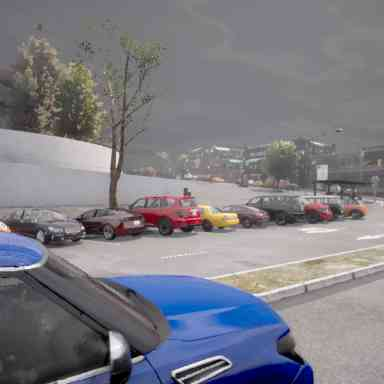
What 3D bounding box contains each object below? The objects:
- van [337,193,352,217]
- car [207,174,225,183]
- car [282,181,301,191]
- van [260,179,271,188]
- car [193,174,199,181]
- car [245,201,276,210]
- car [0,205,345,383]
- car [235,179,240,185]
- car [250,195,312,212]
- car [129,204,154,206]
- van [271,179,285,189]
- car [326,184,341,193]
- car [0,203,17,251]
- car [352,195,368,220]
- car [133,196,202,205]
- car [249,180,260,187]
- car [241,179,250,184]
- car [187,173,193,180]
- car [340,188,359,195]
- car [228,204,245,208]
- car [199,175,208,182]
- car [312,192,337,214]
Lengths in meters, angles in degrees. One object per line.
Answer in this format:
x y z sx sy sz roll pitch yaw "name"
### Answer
10.315 1.298 27.356 4.442 1.987 1.878 -1 -1 35 "van"
6.923 -3.174 87.312 1.946 1.575 5.366 7 3 34 "car"
20.681 -0.991 67.466 2.231 1.521 4.892 7 3 35 "car"
17.188 -1.762 72.296 1.878 1.987 4.442 7 4 35 "van"
3.274 -3.849 92.035 2.185 1.767 4.553 6 3 34 "car"
2.839 1.550 22.218 4.674 1.452 2.002 -1 -1 35 "car"
-1.660 1.220 1.948 5.566 2.045 2.150 0 0 -36 "car"
12.034 -2.315 79.806 2.002 1.452 4.674 7 3 35 "car"
5.265 1.264 23.977 5.566 2.045 2.435 -1 -1 35 "car"
-4.528 1.525 17.012 4.792 1.488 2.163 -1 -1 34 "car"
18.919 -1.489 69.826 1.878 1.987 4.442 7 4 35 "van"
25.897 -0.424 60.084 2.435 2.045 5.566 7 3 35 "car"
-9.411 1.367 13.536 4.553 1.767 2.185 -1 -1 34 "car"
12.722 1.405 29.108 4.553 1.767 2.185 -1 -1 35 "car"
-2.084 1.249 18.759 5.566 2.045 2.435 -1 -1 34 "car"
15.612 -1.810 75.026 1.946 1.575 5.366 7 3 35 "car"
13.778 -2.042 77.345 2.002 1.452 4.674 7 4 35 "car"
1.542 -4.083 94.503 2.185 1.767 4.553 4 1 33 "car"
27.590 0.138 57.613 2.002 1.452 4.674 7 3 35 "car"
0.234 1.504 20.588 5.366 1.575 1.946 -1 -1 35 "car"
5.070 -3.697 89.570 2.435 2.045 5.566 7 3 34 "car"
7.777 1.268 25.684 5.566 2.045 2.435 -1 -1 35 "car"
